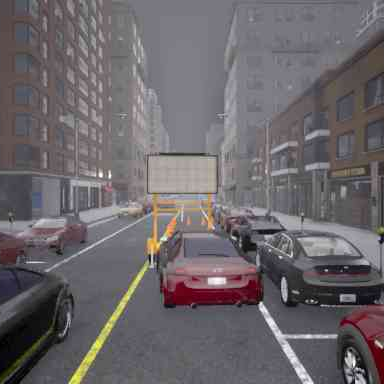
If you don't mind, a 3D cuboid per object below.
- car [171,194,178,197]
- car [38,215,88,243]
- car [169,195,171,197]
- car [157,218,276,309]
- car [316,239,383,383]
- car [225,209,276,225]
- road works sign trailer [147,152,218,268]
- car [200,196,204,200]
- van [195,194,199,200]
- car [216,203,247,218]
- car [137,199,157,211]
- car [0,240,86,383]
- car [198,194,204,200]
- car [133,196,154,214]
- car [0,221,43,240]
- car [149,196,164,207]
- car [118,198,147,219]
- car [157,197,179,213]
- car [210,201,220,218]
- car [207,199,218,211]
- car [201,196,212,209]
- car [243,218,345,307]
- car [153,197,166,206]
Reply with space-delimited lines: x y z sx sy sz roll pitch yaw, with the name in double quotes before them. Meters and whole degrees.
"car" -5.569 1.614 90.027 2.008 1.369 4.403 0 0 0
"car" -5.415 1.586 13.280 1.802 1.307 4.206 0 0 0
"car" -5.515 1.594 62.945 2.008 1.369 4.403 0 0 0
"car" 0.209 1.558 7.932 1.994 1.385 4.181 1 0 -7
"car" 2.633 1.440 2.263 1.967 1.590 4.097 0 0 0
"car" 2.610 1.570 13.300 1.947 1.339 4.313 0 0 0
"road works sign trailer" -0.338 0.468 11.393 2.380 3.560 2.880 0 0 -6
"car" 2.543 1.581 46.413 2.008 1.369 4.403 0 0 0
"van" 2.456 1.404 90.052 1.690 1.788 3.998 0 0 0
"car" 2.599 1.553 18.819 1.887 1.381 4.507 0 0 0
"car" -5.471 1.608 40.871 1.802 1.307 4.206 0 0 0
"car" -2.857 1.564 3.630 1.994 1.385 4.181 0 0 0
"car" 2.521 1.479 57.452 1.967 1.590 4.097 0 0 0
"car" -5.460 1.336 35.353 2.192 1.841 5.009 0 0 0
"car" -5.404 1.583 7.762 1.802 1.307 4.206 0 0 0
"car" -5.493 1.474 51.909 1.967 1.590 4.097 0 0 0
"car" -5.444 1.542 29.667 1.752 1.417 4.829 0 0 0
"car" -2.822 1.570 36.956 2.033 1.411 5.357 0 0 0
"car" 2.588 1.563 24.338 2.008 1.369 4.403 0 0 0
"car" 2.577 1.599 29.857 1.802 1.307 4.206 0 0 0
"car" 2.555 1.576 40.895 2.008 1.369 4.403 0 0 0
"car" 2.621 1.552 7.782 2.008 1.369 4.403 0 0 0
"car" -5.503 1.564 57.257 1.752 1.417 4.829 0 0 0
